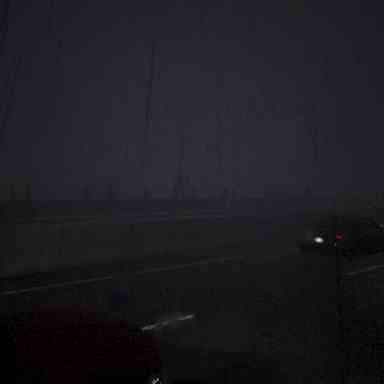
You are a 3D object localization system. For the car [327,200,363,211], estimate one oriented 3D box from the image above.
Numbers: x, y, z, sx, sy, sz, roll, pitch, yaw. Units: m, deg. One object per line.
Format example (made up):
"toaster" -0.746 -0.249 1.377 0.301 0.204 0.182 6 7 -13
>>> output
"car" 16.442 1.567 35.442 4.181 1.385 1.994 0 0 -26

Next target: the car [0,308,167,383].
"car" -2.483 1.477 1.975 5.008 1.535 1.882 0 0 -35

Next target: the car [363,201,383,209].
"car" 19.744 1.529 33.200 4.674 1.442 1.812 0 0 -26

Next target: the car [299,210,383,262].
"car" 5.849 1.565 12.216 4.181 1.385 1.994 0 0 -35
